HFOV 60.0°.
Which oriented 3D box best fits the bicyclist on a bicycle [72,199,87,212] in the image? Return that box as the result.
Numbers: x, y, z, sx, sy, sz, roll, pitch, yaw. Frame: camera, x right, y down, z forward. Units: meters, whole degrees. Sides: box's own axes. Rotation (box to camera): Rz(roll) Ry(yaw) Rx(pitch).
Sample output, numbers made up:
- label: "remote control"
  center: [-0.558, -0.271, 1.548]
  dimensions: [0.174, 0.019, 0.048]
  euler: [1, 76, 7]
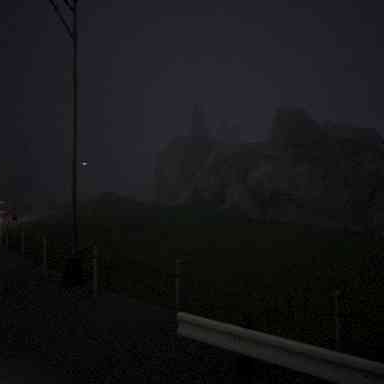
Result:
- label: "bicyclist on a bicycle"
  center: [-15.683, 1.846, 46.221]
  dimensions: [1.656, 1.620, 0.582]
  euler: [8, -2, 9]

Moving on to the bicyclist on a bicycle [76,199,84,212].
- label: "bicyclist on a bicycle"
  center: [-15.723, 1.868, 45.905]
  dimensions: [1.656, 1.620, 0.582]
  euler: [7, 5, 9]
